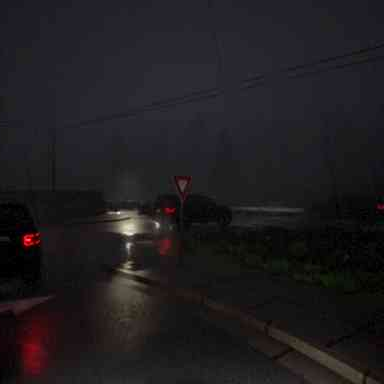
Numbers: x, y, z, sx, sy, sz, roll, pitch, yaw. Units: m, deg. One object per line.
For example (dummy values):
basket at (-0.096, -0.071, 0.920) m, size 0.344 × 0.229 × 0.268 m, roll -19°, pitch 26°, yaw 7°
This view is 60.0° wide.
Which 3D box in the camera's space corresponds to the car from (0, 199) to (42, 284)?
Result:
car at (-5.577, 1.203, 8.829) m, size 2.150 × 2.045 × 5.566 m, roll 0°, pitch 0°, yaw -36°

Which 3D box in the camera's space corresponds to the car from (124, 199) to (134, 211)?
car at (-8.003, 1.468, 39.831) m, size 4.181 × 1.385 × 1.994 m, roll 0°, pitch 0°, yaw 40°

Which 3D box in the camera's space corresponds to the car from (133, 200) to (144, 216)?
car at (-3.303, 1.491, 29.588) m, size 1.994 × 1.385 × 4.181 m, roll 0°, pitch 0°, yaw -30°

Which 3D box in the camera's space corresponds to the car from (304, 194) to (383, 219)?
car at (10.977, 1.151, 23.922) m, size 5.566 × 2.045 × 2.150 m, roll 0°, pitch 0°, yaw 40°

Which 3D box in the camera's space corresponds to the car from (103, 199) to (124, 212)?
car at (-9.863, 1.478, 36.558) m, size 4.181 × 1.385 × 1.994 m, roll 0°, pitch 0°, yaw 39°

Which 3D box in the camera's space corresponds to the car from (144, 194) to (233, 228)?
car at (0.102, 1.168, 20.761) m, size 5.566 × 2.045 × 2.150 m, roll 0°, pitch 0°, yaw -41°
